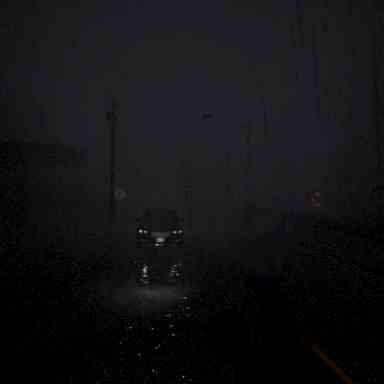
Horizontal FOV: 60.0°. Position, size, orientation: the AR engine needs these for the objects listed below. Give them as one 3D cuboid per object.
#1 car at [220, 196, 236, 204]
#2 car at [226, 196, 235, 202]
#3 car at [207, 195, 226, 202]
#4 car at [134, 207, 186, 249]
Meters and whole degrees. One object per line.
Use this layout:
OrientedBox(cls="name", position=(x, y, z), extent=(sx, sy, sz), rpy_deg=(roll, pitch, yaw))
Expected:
OrientedBox(cls="car", position=(7.760, 1.744, 71.323), extent=(2.038, 1.542, 4.974), rpy_deg=(1, 0, 24))
OrientedBox(cls="car", position=(7.743, 1.586, 71.275), extent=(1.853, 1.218, 4.536), rpy_deg=(1, 0, 24))
OrientedBox(cls="car", position=(4.948, 1.445, 71.364), extent=(3.633, 1.501, 1.845), rpy_deg=(1, 0, 5))
OrientedBox(cls="car", position=(-1.390, 1.446, 14.372), extent=(2.128, 1.511, 4.902), rpy_deg=(1, 0, -6))
